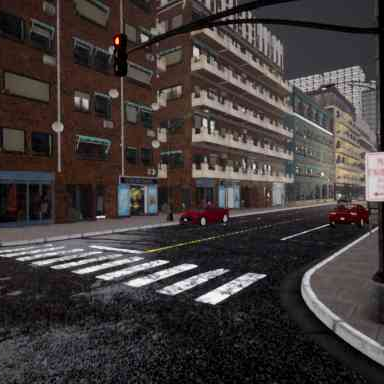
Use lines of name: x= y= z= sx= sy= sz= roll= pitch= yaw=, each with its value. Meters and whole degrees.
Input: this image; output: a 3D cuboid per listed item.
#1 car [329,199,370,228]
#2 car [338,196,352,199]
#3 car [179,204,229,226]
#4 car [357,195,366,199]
car: x=9.839 y=1.372 z=20.625 sx=1.887 sy=1.381 sz=4.507 roll=-1 pitch=0 yaw=36
car: x=26.541 y=1.347 z=57.703 sx=1.947 sy=1.339 sz=4.313 roll=-1 pitch=0 yaw=36
car: x=0.914 y=1.515 z=23.021 sx=1.887 sy=1.381 sz=4.507 roll=-1 pitch=0 yaw=36
car: x=36.632 y=1.293 z=71.444 sx=1.802 sy=1.307 sz=4.206 roll=-1 pitch=0 yaw=36
